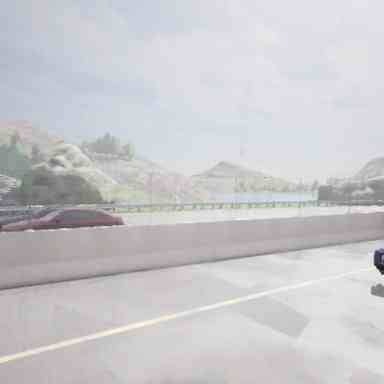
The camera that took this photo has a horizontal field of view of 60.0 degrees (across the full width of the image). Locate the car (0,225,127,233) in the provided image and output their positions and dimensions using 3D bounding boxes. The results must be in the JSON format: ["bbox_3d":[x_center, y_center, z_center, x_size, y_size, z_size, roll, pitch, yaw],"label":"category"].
[{"bbox_3d":[-4.929,1.339,13.252,4.674,1.442,1.812,0,1,-35],"label":"car"}]

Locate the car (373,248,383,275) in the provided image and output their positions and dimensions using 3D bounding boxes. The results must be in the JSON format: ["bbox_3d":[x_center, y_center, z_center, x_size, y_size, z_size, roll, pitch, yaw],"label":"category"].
[{"bbox_3d":[6.618,1.546,8.168,4.718,1.301,1.895,0,1,-32],"label":"car"}]

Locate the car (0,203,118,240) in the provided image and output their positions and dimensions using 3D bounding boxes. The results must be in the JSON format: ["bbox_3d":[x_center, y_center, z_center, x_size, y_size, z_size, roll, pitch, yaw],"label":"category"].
[{"bbox_3d":[-6.597,1.315,16.356,5.357,1.411,2.033,0,1,-35],"label":"car"}]
